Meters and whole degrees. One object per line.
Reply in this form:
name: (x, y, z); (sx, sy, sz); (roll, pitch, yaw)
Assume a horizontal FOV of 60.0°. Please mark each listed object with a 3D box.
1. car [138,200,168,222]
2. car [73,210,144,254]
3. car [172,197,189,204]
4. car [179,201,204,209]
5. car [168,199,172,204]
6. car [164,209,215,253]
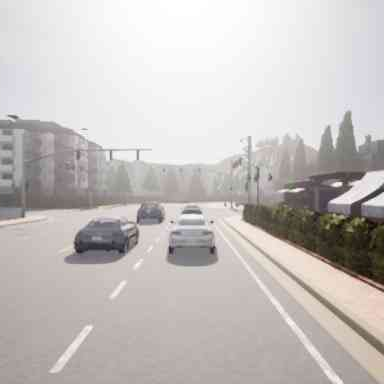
car: (-3.527, 1.639, 29.078); (2.097, 1.767, 4.553); (0, -1, 0)
car: (-3.501, 1.707, 14.269); (1.994, 1.385, 4.181); (0, -1, 0)
car: (-2.562, 2.226, 87.970); (2.097, 1.767, 4.553); (0, -1, 25)
car: (-0.011, 1.798, 29.285); (1.837, 1.490, 4.892); (0, 0, 0)
car: (-5.479, 2.486, 89.953); (1.895, 1.301, 4.718); (0, -1, 25)
car: (-0.002, 1.669, 14.373); (1.812, 1.442, 4.674); (0, 0, 0)
